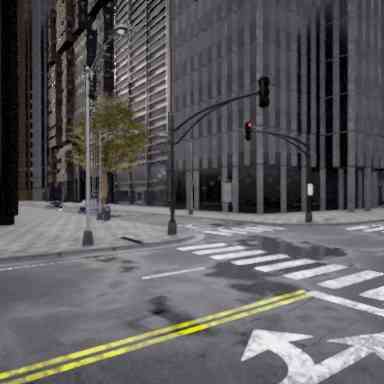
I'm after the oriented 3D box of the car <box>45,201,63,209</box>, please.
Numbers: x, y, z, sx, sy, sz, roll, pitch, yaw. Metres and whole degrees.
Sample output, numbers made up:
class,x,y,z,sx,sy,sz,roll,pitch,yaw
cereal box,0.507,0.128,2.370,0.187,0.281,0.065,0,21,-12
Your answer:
class,x,y,z,sx,sy,sz,roll,pitch,yaw
car,-22.377,2.084,53.754,1.994,1.385,4.181,0,0,-35

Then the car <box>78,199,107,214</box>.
class,x,y,z,sx,sy,sz,roll,pitch,yaw
car,-11.429,1.650,38.200,2.097,1.767,4.553,0,0,-36
